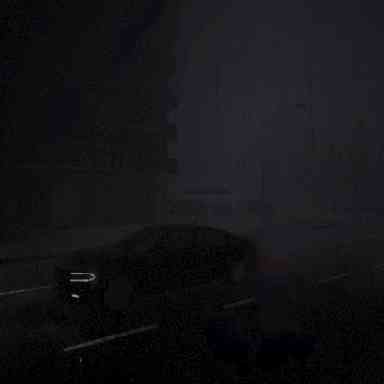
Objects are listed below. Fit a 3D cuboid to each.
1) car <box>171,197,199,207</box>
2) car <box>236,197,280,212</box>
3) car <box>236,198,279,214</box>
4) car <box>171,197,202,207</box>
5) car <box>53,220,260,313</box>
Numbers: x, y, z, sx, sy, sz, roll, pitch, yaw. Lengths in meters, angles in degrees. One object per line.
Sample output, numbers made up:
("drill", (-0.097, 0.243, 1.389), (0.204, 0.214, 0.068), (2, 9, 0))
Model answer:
("car", (-1.578, 1.492, 45.528), (2.033, 1.411, 5.357), (0, 0, -41))
("car", (7.650, 1.436, 38.947), (2.128, 1.511, 4.902), (0, 0, -37))
("car", (6.707, 1.436, 34.307), (2.128, 1.511, 4.902), (0, 0, -38))
("car", (-0.818, 1.470, 49.462), (4.674, 1.442, 1.812), (0, 0, 43))
("car", (-0.593, 1.477, 7.847), (5.008, 1.535, 1.882), (0, 0, -35))
